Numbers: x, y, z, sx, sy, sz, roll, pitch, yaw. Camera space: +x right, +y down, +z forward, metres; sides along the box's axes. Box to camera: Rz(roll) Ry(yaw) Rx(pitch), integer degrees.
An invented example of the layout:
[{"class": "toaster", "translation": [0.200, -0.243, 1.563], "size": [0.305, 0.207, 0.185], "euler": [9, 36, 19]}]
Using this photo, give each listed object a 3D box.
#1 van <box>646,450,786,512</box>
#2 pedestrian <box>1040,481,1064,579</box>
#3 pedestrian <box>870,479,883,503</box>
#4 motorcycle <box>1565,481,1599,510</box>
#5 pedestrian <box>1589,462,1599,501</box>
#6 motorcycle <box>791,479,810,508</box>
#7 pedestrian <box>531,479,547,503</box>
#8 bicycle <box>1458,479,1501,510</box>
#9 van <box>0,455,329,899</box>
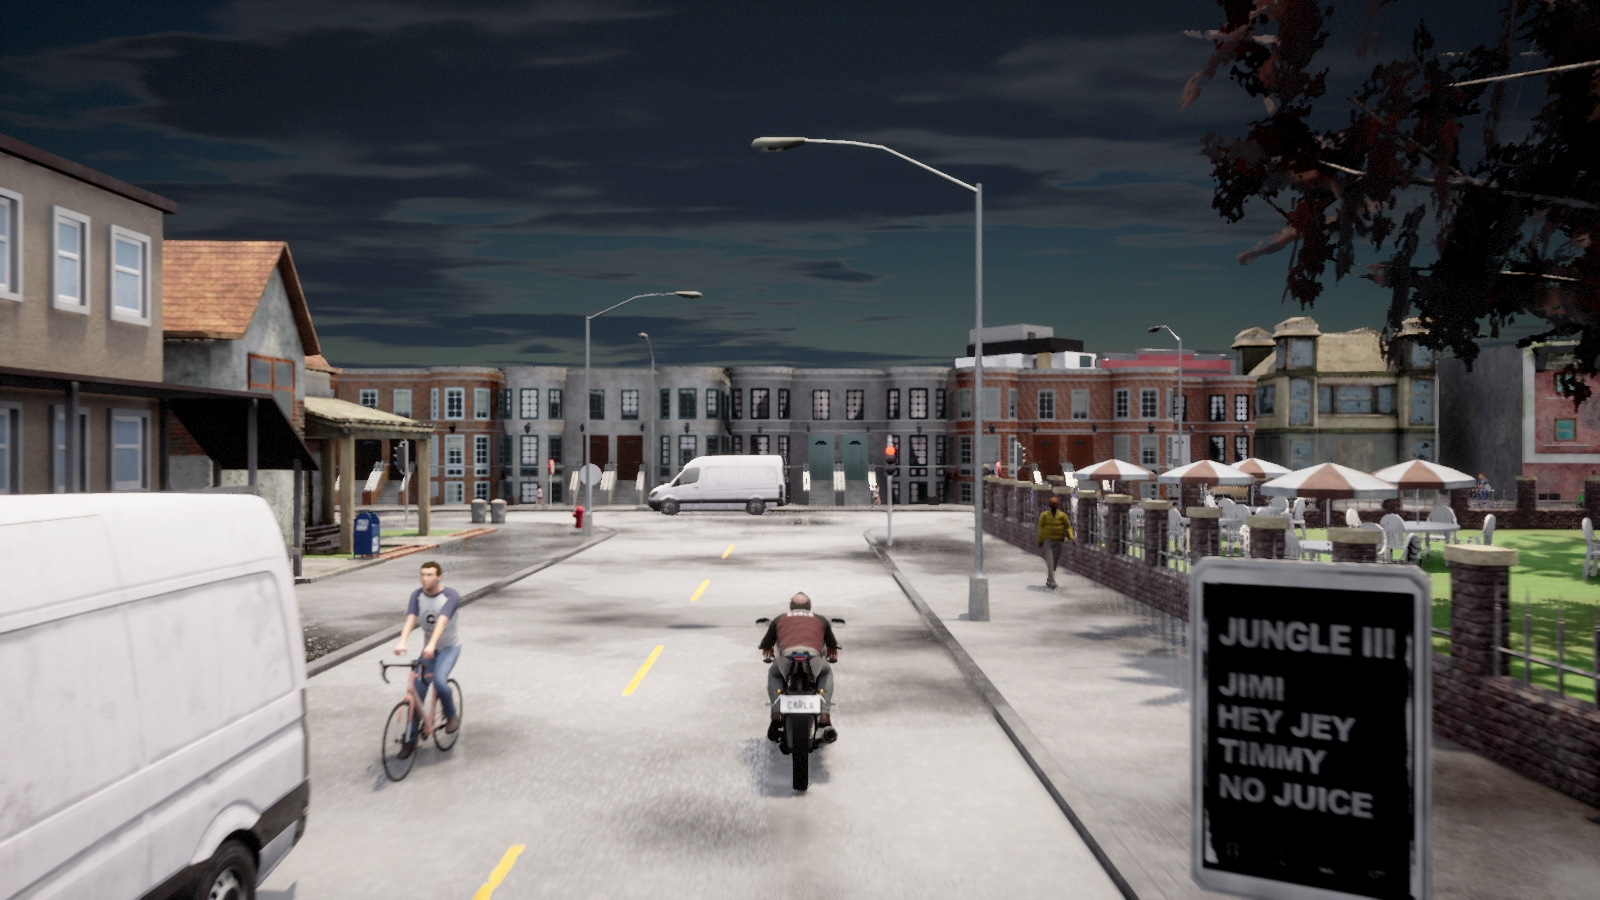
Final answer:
[{"class": "van", "translation": [-3.572, 1.306, 49.374], "size": [5.915, 2.561, 1.988], "euler": [0, 0, 0]}, {"class": "pedestrian", "translation": [4.818, 1.522, 21.840], "size": [0.375, 1.860, 0.375], "euler": [0, 0, 2]}, {"class": "pedestrian", "translation": [3.530, 1.898, 52.892], "size": [0.500, 1.100, 0.500], "euler": [0, 0, 16]}, {"class": "motorcycle", "translation": [34.230, 1.956, 49.323], "size": [1.805, 1.236, 0.856], "euler": [0, 0, 1]}, {"class": "pedestrian", "translation": [38.309, 1.520, 55.006], "size": [0.375, 1.860, 0.375], "euler": [0, 0, 11]}, {"class": "motorcycle", "translation": [0.019, 1.979, 51.960], "size": [0.867, 1.251, 2.209], "euler": [0, 0, 0]}, {"class": "pedestrian", "translation": [-12.090, 1.898, 52.919], "size": [0.500, 1.100, 0.500], "euler": [0, 0, 31]}, {"class": "bicycle", "translation": [29.343, 1.930, 49.343], "size": [1.643, 1.296, 0.373], "euler": [0, 0, 0]}, {"class": "van", "translation": [-3.998, 1.314, 4.349], "size": [1.988, 2.561, 5.915], "euler": [0, 0, 0]}]
